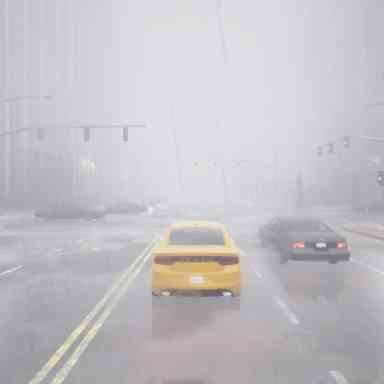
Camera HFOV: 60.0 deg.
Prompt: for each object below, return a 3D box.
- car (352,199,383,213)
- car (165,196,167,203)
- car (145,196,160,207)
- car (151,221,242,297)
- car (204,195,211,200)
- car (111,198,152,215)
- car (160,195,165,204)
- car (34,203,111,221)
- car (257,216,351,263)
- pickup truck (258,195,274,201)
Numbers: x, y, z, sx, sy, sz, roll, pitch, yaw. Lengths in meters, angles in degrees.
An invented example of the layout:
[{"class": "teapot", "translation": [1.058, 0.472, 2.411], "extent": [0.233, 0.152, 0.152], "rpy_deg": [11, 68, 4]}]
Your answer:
[{"class": "car", "translation": [20.211, 1.505, 36.615], "extent": [4.892, 1.490, 1.837], "rpy_deg": [0, 0, 1]}, {"class": "car", "translation": [-6.422, 1.500, 71.517], "extent": [1.837, 1.490, 4.892], "rpy_deg": [0, 0, 0]}, {"class": "car", "translation": [-6.671, 1.491, 51.771], "extent": [2.128, 1.511, 4.902], "rpy_deg": [0, 0, 1]}, {"class": "car", "translation": [0.121, 1.478, 8.636], "extent": [1.882, 1.535, 5.008], "rpy_deg": [0, 0, 1]}, {"class": "car", "translation": [4.239, 1.595, 91.187], "extent": [1.895, 1.301, 4.718], "rpy_deg": [0, 0, 0]}, {"class": "car", "translation": [-6.619, 1.564, 33.359], "extent": [4.181, 1.385, 1.994], "rpy_deg": [0, 0, -30]}, {"class": "car", "translation": [-6.572, 1.477, 61.248], "extent": [1.882, 1.535, 5.008], "rpy_deg": [0, 0, 1]}, {"class": "car", "translation": [-9.557, 1.548, 26.454], "extent": [5.357, 1.411, 2.033], "rpy_deg": [0, 0, 1]}, {"class": "car", "translation": [3.667, 1.547, 11.876], "extent": [2.033, 1.411, 5.357], "rpy_deg": [0, 0, 1]}, {"class": "pickup truck", "translation": [17.241, 1.059, 76.577], "extent": [2.390, 2.098, 6.274], "rpy_deg": [0, 0, 31]}]
